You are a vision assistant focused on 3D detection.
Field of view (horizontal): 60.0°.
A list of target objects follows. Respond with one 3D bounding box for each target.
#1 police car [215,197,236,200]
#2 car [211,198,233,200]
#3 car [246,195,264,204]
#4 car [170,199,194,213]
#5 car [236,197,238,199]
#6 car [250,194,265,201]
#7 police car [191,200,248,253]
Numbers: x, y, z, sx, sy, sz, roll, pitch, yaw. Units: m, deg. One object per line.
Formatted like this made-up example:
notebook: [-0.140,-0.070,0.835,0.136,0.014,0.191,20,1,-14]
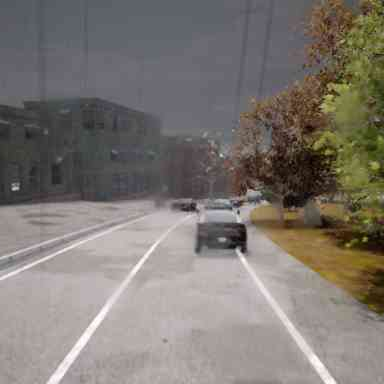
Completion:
police car: [2.585,1.284,29.311,1.930,1.638,5.238,1,0,9]
car: [1.773,1.420,23.365,1.812,1.442,4.674,1,0,6]
car: [11.061,1.309,60.194,1.837,1.490,4.892,3,1,25]
car: [-0.816,1.359,34.155,1.895,1.301,4.718,1,1,12]
car: [5.993,1.369,47.290,1.895,1.301,4.718,2,1,19]
car: [14.571,1.224,73.702,1.994,1.385,4.181,3,1,30]
police car: [1.092,1.368,13.660,1.930,1.638,5.238,0,0,2]
